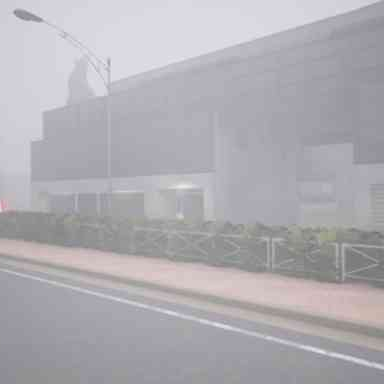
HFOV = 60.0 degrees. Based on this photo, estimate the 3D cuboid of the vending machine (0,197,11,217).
[{"bbox_3d":[-20.855,1.651,36.948,1.100,2.100,0.880,0,0,-10],"label":"vending machine"}]
